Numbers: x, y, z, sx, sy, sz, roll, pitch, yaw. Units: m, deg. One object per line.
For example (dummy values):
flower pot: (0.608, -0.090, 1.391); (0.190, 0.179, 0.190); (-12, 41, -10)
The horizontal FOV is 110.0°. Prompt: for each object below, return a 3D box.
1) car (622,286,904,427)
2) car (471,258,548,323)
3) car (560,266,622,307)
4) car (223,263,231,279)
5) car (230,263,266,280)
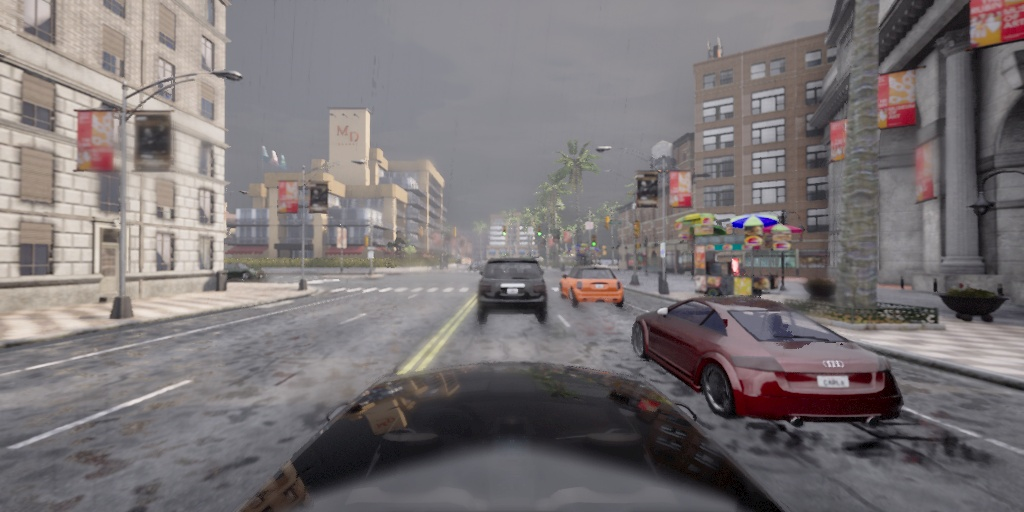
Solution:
car: (3.510, 1.358, 5.924); (1.994, 1.385, 4.181); (0, -1, 0)
car: (0.001, 1.089, 12.708); (2.150, 2.045, 5.566); (0, 0, 0)
car: (3.478, 1.257, 16.427); (2.097, 1.767, 4.553); (0, -1, 0)
car: (-29.232, 1.630, 32.552); (5.357, 1.411, 2.033); (0, -1, -1)
car: (-27.482, 1.472, 36.084); (4.553, 1.767, 2.097); (0, -1, -1)
